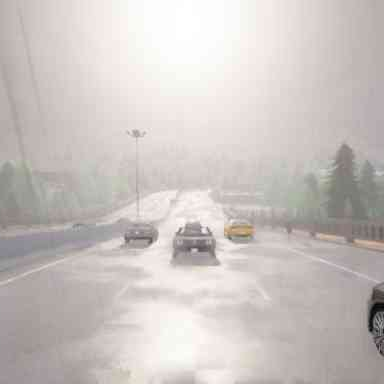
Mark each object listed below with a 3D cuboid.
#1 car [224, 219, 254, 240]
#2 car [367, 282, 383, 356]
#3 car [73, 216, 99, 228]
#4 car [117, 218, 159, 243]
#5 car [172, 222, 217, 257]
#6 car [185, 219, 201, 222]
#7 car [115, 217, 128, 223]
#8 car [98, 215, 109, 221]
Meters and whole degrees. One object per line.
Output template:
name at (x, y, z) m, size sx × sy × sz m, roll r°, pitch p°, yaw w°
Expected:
car at (3.602, 2.892, 26.281) m, size 1.882 × 1.535 × 5.008 m, roll 0°, pitch -4°, yaw 0°
car at (3.601, 1.551, 3.196) m, size 2.128 × 1.511 × 4.902 m, roll 0°, pitch -1°, yaw 0°
car at (-14.028, 4.191, 43.511) m, size 1.994 × 1.385 × 4.181 m, roll 0°, pitch -4°, yaw 1°
car at (-3.399, 2.732, 23.017) m, size 2.033 × 1.411 × 5.357 m, roll 0°, pitch -4°, yaw 0°
car at (0.102, 2.289, 16.028) m, size 1.895 × 1.301 × 4.718 m, roll 0°, pitch -4°, yaw 0°
car at (0.103, 3.836, 38.463) m, size 1.994 × 1.385 × 4.181 m, roll 0°, pitch -4°, yaw 0°
car at (-10.507, 4.658, 50.962) m, size 1.837 × 1.490 × 4.892 m, roll 0°, pitch -5°, yaw 0°
car at (-17.495, 5.140, 64.898) m, size 2.097 × 1.767 × 4.553 m, roll 0°, pitch -4°, yaw 0°
